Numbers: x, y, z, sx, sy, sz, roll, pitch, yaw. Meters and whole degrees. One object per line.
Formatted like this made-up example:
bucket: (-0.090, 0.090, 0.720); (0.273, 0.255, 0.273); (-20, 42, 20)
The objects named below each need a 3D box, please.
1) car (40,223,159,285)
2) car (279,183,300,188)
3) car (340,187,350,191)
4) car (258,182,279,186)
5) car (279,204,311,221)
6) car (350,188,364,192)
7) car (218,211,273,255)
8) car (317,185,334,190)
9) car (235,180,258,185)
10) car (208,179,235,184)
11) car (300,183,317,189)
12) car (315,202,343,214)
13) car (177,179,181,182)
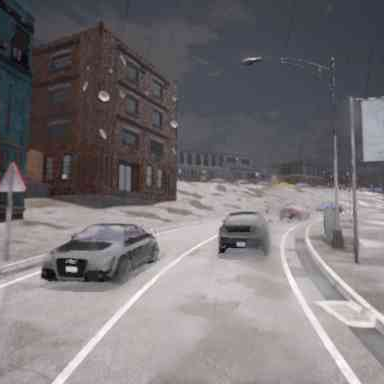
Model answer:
car: (-2.403, 1.611, 9.634); (1.994, 1.385, 4.181); (0, -1, 11)
car: (21.040, -1.321, 75.170); (5.008, 1.535, 2.097); (3, -5, -24)
car: (36.080, -0.556, 82.546); (4.674, 1.452, 2.002); (3, -5, -27)
car: (15.961, -1.504, 72.942); (4.674, 1.452, 2.002); (2, -5, -22)
car: (9.154, 1.772, 29.567); (1.812, 1.442, 4.674); (-3, -2, 32)
car: (40.838, -0.342, 85.137); (4.892, 1.521, 2.231); (3, -5, -28)
car: (2.245, 1.560, 13.714); (1.837, 1.490, 4.892); (-1, -1, 14)
car: (31.181, -0.813, 80.017); (4.792, 1.488, 2.163); (3, -5, -26)
car: (10.837, -1.752, 70.830); (4.892, 1.521, 2.231); (2, -5, -21)
car: (5.699, -1.934, 68.820); (4.892, 1.521, 2.231); (2, -5, -21)
car: (26.048, -1.216, 77.501); (4.553, 1.767, 2.185); (3, -5, -25)
car: (19.054, 2.193, 46.345); (5.008, 1.535, 1.882); (1, -4, -39)
car: (-4.491, -2.395, 64.860); (4.553, 1.767, 2.185); (2, -5, -21)
